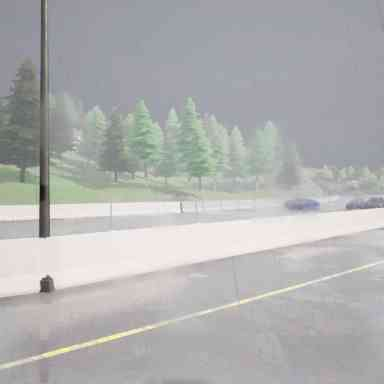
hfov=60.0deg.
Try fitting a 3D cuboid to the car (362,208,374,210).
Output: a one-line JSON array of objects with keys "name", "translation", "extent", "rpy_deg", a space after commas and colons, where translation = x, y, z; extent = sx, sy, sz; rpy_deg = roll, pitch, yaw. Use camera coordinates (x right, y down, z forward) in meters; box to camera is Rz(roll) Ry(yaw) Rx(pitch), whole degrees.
[{"name": "car", "translation": [19.293, 1.351, 34.675], "extent": [2.097, 1.767, 4.553], "rpy_deg": [0, 0, 44]}]
